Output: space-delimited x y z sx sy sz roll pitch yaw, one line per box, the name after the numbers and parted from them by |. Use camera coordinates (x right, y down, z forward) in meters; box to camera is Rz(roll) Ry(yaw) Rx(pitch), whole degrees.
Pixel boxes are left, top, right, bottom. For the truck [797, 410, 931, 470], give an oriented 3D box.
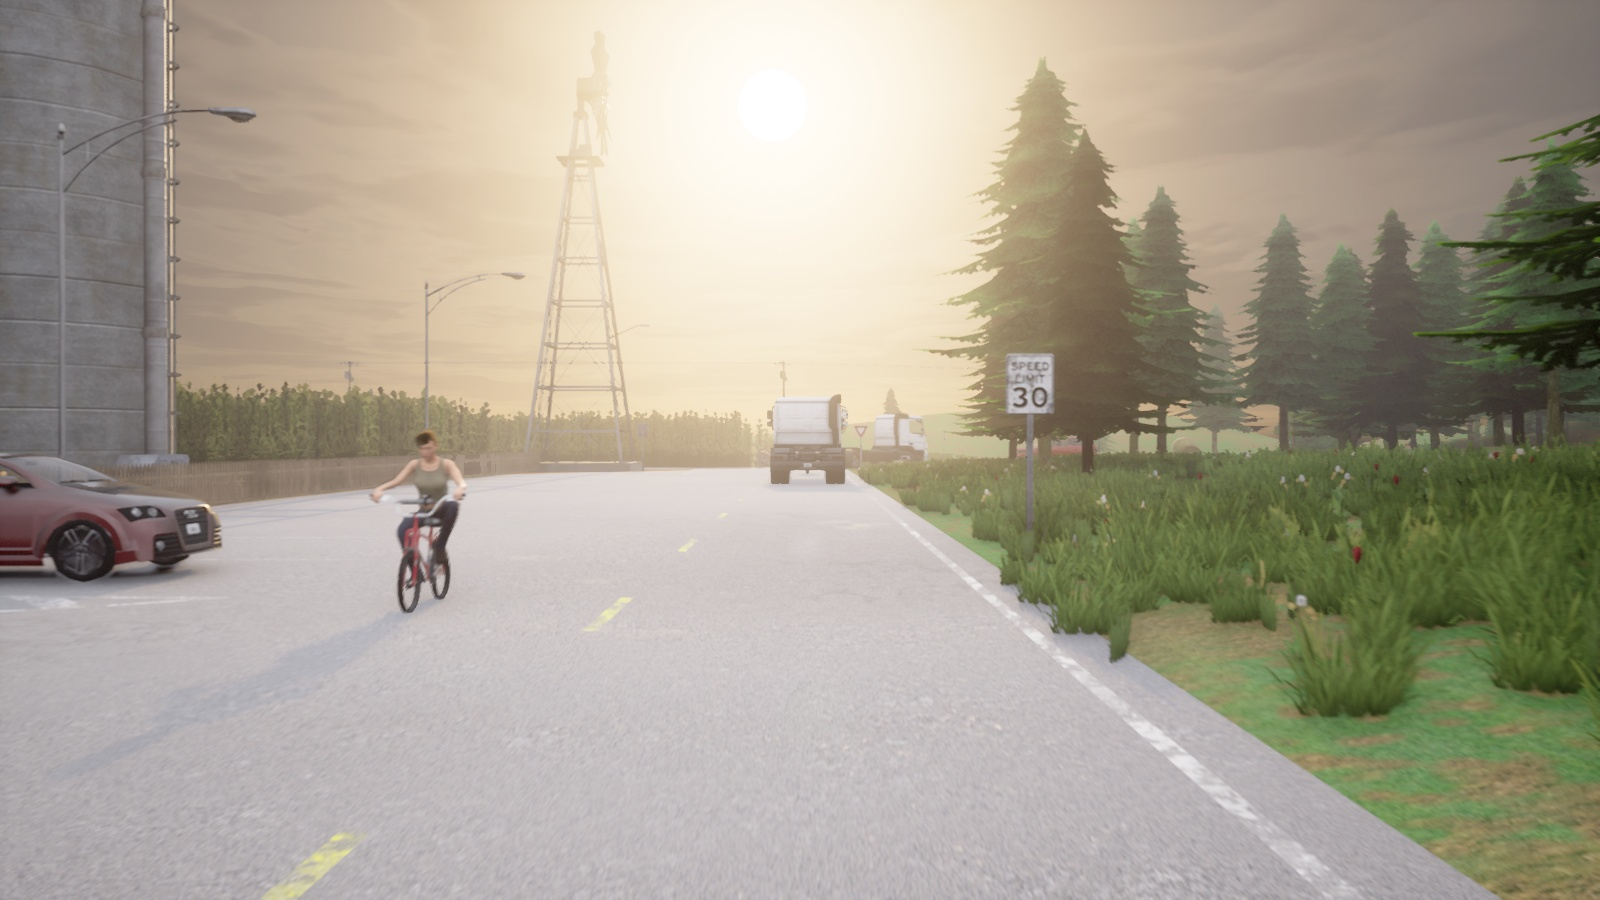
3.937 -0.541 76.363 7.936 3.462 2.891 1 0 -32 | truck

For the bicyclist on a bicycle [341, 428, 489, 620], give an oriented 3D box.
-3.425 0.616 11.308 0.866 1.612 1.509 0 0 0 | bicyclist on a bicycle

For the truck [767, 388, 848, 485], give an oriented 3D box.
0.295 -0.512 49.049 2.891 3.462 7.936 0 0 0 | truck

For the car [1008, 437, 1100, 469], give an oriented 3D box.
16.457 0.159 81.535 5.566 2.045 2.150 0 0 0 | car
